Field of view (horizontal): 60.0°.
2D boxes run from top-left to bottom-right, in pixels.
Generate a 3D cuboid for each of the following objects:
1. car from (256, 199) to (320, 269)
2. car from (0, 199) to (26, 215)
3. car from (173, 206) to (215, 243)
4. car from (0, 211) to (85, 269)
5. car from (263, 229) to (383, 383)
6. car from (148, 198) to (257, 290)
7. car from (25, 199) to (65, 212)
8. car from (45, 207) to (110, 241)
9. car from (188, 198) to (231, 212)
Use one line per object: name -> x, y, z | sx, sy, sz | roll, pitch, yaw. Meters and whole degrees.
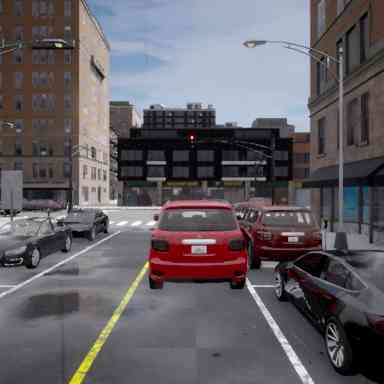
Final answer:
car -> 2.637, 1.315, 11.054 | 2.192, 1.841, 5.009 | 0, 0, 0
car -> -17.512, 1.524, 28.959 | 4.718, 1.301, 1.895 | 0, 0, 0
car -> 0.092, 1.526, 16.972 | 1.812, 1.442, 4.674 | 0, 0, 0
car -> -5.388, 1.551, 11.055 | 2.008, 1.369, 4.403 | 0, 0, 0
car -> 2.636, 1.566, 5.392 | 1.947, 1.339, 4.313 | 0, 0, 0
car -> 0.080, 1.222, 9.215 | 2.150, 2.045, 5.566 | 0, 0, -1
car -> -16.415, 1.476, 35.668 | 5.357, 1.411, 2.033 | 0, 0, 0
car -> -5.387, 1.566, 16.717 | 1.947, 1.339, 4.313 | 0, 0, 0
car -> 2.008, 1.510, 39.000 | 4.902, 1.511, 2.128 | 0, 0, 0
